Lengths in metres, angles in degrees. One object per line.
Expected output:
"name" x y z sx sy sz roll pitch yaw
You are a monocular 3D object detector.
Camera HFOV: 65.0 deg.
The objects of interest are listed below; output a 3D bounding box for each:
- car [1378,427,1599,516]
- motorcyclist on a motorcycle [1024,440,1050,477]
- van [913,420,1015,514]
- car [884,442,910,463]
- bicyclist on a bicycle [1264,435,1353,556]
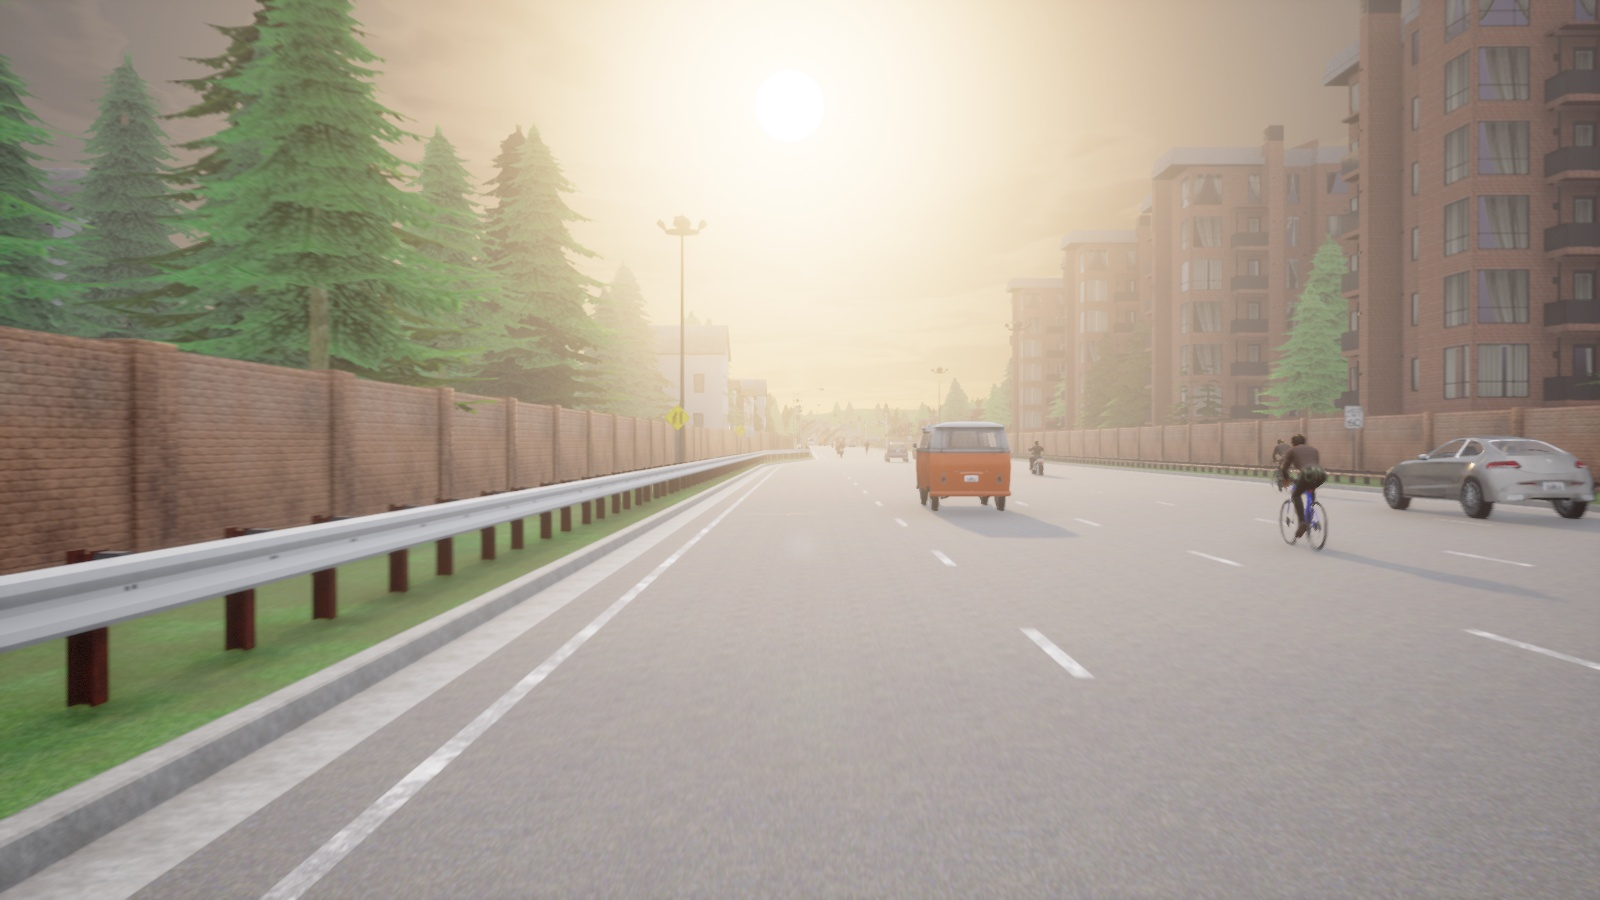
"car" 14.161 0.392 25.914 2.152 1.651 5.027 0 0 0
"motorcyclist on a motorcycle" 10.838 0.385 57.485 0.766 1.649 2.350 0 0 0
"van" 3.677 0.341 28.815 1.775 1.987 4.442 0 0 0
"car" 7.569 0.181 98.656 1.789 1.549 3.705 0 0 0
"bicyclist on a bicycle" 7.120 0.607 17.641 0.582 1.620 1.656 0 0 0
